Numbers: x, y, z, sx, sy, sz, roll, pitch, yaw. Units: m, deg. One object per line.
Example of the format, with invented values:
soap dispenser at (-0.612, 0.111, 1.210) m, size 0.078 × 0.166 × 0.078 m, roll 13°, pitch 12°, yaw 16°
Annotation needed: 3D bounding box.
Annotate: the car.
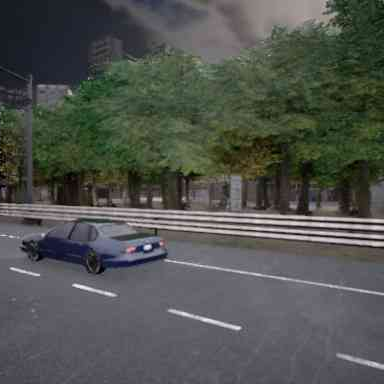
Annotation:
car at (-3.250, 1.549, 10.479) m, size 5.357 × 1.411 × 2.033 m, roll 0°, pitch 0°, yaw 35°
